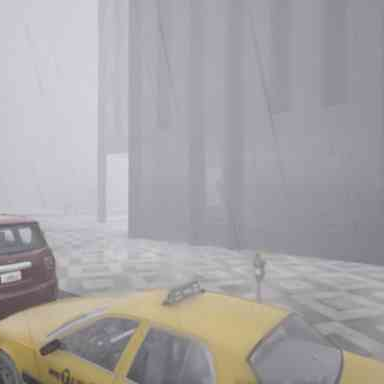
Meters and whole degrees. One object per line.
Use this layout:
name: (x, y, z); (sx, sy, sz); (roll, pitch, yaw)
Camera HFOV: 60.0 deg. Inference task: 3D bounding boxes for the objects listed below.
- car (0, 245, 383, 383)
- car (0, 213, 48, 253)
car: (-0.281, 1.525, 3.162); (4.829, 1.417, 1.752); (0, 0, 36)
car: (-4.559, 1.313, 6.215); (5.009, 1.841, 2.192); (0, 0, 36)
